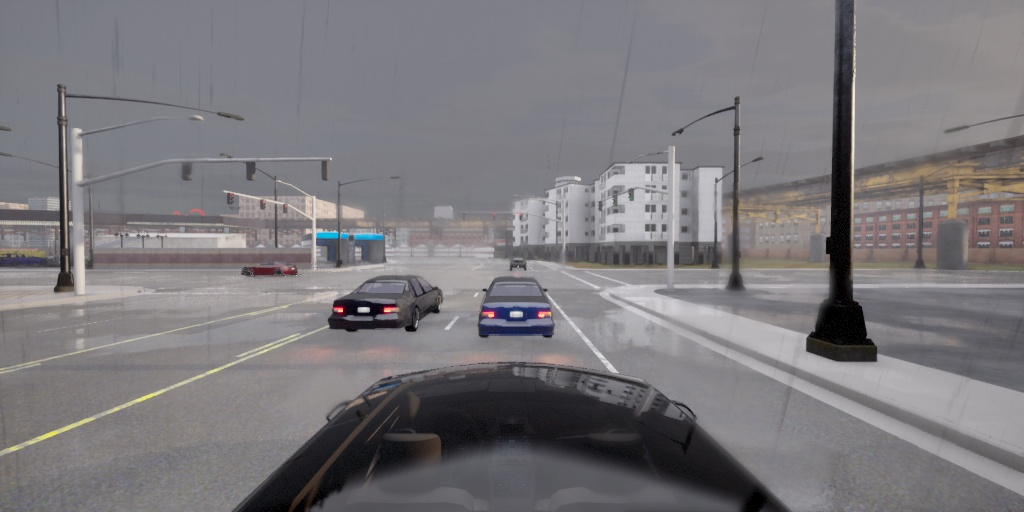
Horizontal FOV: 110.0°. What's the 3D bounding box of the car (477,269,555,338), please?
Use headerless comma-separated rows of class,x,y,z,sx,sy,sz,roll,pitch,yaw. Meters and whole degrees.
car,0.091,1.279,10.140,2.033,1.411,5.357,0,0,0

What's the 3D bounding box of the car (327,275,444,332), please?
car,-3.405,1.273,10.742,2.033,1.411,5.357,0,0,0

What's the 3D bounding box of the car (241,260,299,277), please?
car,-20.902,1.077,31.018,4.181,1.385,1.994,0,1,2

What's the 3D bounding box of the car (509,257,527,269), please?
car,0.698,0.844,41.749,1.837,1.490,4.892,0,1,0
